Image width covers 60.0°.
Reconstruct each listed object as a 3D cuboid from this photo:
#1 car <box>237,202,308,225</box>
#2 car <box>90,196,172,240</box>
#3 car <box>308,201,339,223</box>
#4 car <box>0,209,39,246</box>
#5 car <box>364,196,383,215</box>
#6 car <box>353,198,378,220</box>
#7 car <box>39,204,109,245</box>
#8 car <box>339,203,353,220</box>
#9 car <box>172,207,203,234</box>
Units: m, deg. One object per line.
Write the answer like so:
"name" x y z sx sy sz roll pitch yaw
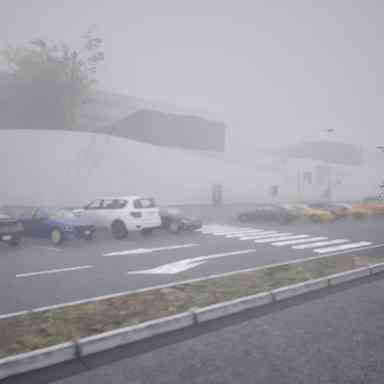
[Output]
"car" 5.608 1.579 24.315 4.674 1.452 2.002 -1 -1 35
"car" -4.135 1.248 17.411 5.566 2.045 2.435 -1 -1 35
"car" 8.188 1.549 25.947 5.366 1.575 1.946 -1 -1 35
"car" -8.960 1.496 13.928 4.892 1.521 2.231 -1 -1 34
"car" 17.775 1.499 32.960 4.553 1.767 2.185 -1 -1 34
"car" 13.047 1.587 29.410 5.366 1.575 1.946 -1 -1 35
"car" -6.536 1.496 15.671 5.008 1.535 2.097 -1 -1 35
"car" 10.438 1.603 27.795 4.792 1.488 2.163 -1 -1 34
"car" -1.680 1.508 19.137 4.892 1.521 2.231 -1 -1 34
